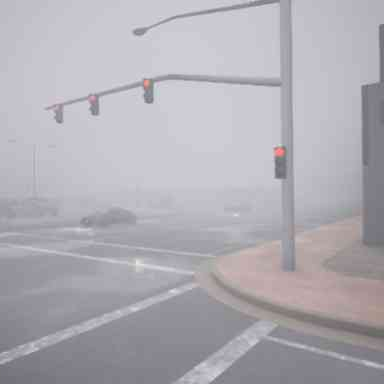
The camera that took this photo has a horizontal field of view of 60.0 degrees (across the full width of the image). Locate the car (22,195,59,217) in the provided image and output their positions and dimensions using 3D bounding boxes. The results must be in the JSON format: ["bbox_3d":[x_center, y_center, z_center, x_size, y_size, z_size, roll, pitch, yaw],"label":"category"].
[{"bbox_3d":[-15.923,1.559,34.923,3.866,1.878,1.905,-1,0,35],"label":"car"}]

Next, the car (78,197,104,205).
[{"bbox_3d":[-18.911,1.770,61.068,4.605,1.855,1.932,-1,0,35],"label":"car"}]

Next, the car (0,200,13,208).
[{"bbox_3d":[-35.916,2.162,63.028,3.905,1.438,1.784,-1,0,35],"label":"car"}]

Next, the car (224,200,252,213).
[{"bbox_3d":[5.616,1.751,39.996,1.812,1.442,4.674,-1,0,37],"label":"car"}]

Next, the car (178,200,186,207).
[{"bbox_3d":[-2.920,1.799,53.308,3.806,1.475,1.970,-1,0,35],"label":"car"}]

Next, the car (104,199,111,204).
[{"bbox_3d":[-17.181,1.979,63.393,3.905,1.438,1.784,-1,0,35],"label":"car"}]

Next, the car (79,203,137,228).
[{"bbox_3d":[-6.032,1.792,24.355,1.994,1.385,4.181,-1,0,36],"label":"car"}]

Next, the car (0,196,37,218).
[{"bbox_3d":[-17.641,1.556,32.593,4.605,1.855,1.932,-1,0,35],"label":"car"}]

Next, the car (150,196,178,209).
[{"bbox_3d":[-4.606,1.560,50.954,3.866,1.878,1.905,-1,0,35],"label":"car"}]
